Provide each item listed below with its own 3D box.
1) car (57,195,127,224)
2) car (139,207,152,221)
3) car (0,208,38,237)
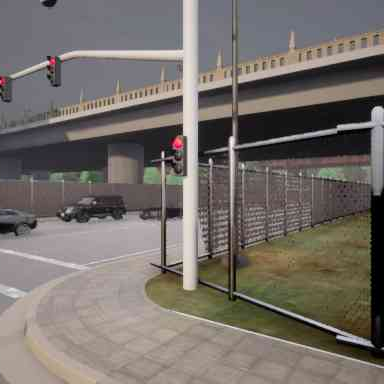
[{"bbox_3d":[-7.626,1.278,25.955,2.150,2.045,5.566,0,0,35],"label":"car"},{"bbox_3d":[-2.375,1.619,27.317,1.994,1.385,4.181,0,0,35],"label":"car"},{"bbox_3d":[-10.150,1.543,16.328,2.128,1.511,4.902,0,0,35],"label":"car"}]
